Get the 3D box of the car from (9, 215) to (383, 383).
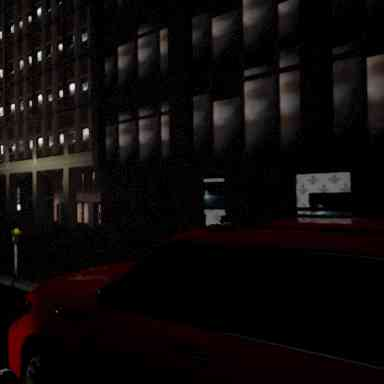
[{"bbox_3d":[0.678,1.238,2.902,5.566,2.045,2.150,-1,0,35],"label":"car"}]
